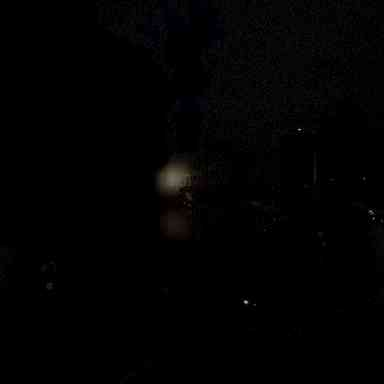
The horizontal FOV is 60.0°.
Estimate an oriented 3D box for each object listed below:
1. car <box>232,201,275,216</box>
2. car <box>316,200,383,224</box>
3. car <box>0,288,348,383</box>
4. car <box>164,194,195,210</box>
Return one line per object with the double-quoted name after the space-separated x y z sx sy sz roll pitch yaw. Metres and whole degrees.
5.877 1.576 32.313 1.812 1.442 4.674 1 0 -35 "car"
11.560 1.383 24.360 2.097 1.767 4.553 1 0 -36 "car"
-0.620 1.566 2.360 4.313 1.339 1.947 0 0 -35 "car"
-1.862 1.302 43.220 2.150 2.045 5.566 1 -1 -35 "car"
